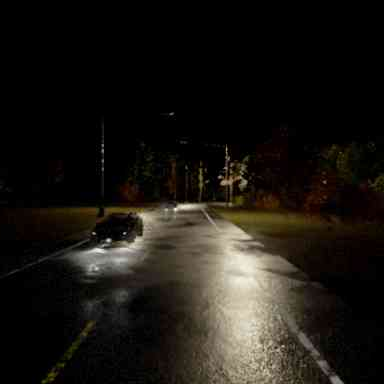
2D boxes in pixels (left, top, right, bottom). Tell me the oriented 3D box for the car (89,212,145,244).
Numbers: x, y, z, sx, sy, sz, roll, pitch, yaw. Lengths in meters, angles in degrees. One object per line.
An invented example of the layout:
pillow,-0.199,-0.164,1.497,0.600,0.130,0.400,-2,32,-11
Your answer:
car,-3.612,1.735,17.082,2.033,1.411,5.357,0,-1,0

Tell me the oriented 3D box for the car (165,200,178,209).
car,-3.580,2.108,58.395,1.837,1.490,4.892,0,0,0
